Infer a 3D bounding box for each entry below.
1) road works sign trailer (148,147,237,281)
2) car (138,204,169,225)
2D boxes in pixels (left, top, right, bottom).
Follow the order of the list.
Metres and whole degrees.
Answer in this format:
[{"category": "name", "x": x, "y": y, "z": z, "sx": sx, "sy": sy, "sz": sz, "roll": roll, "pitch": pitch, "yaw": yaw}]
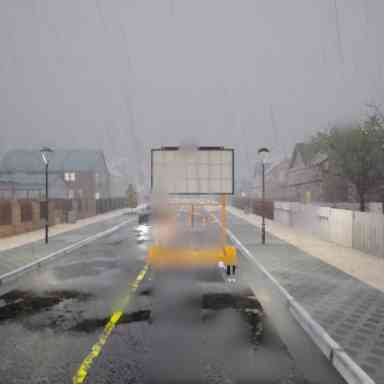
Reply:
[{"category": "road works sign trailer", "x": 0.016, "y": 0.474, "z": 9.819, "sx": 2.380, "sy": 3.560, "sz": 2.880, "roll": 0, "pitch": 0, "yaw": 0}, {"category": "car", "x": -2.742, "y": 1.601, "z": 24.461, "sx": 1.994, "sy": 1.385, "sz": 4.181, "roll": 0, "pitch": 0, "yaw": 0}]
